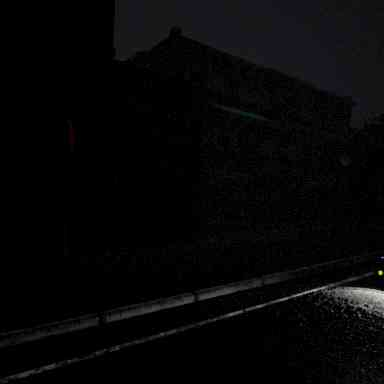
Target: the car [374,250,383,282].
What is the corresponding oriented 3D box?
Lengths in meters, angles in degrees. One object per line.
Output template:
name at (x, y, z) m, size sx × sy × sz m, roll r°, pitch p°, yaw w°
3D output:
car at (6.375, 1.538, 8.260) m, size 4.181 × 1.385 × 1.994 m, roll 0°, pitch 0°, yaw -36°
